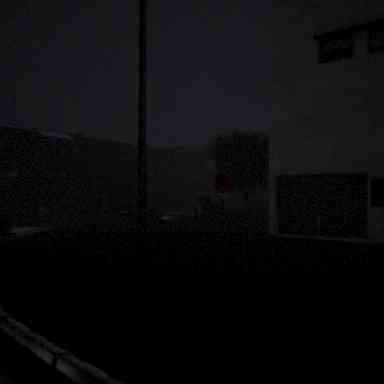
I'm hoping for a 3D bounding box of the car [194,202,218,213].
[{"bbox_3d":[2.308,2.484,52.747,2.097,1.767,4.553,1,-1,36],"label":"car"}]

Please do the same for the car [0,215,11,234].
[{"bbox_3d":[-11.548,1.664,17.784,1.882,1.535,5.008,0,-1,-6],"label":"car"}]

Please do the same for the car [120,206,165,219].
[{"bbox_3d":[-5.220,2.171,35.852,2.033,1.411,5.357,1,-1,36],"label":"car"}]
